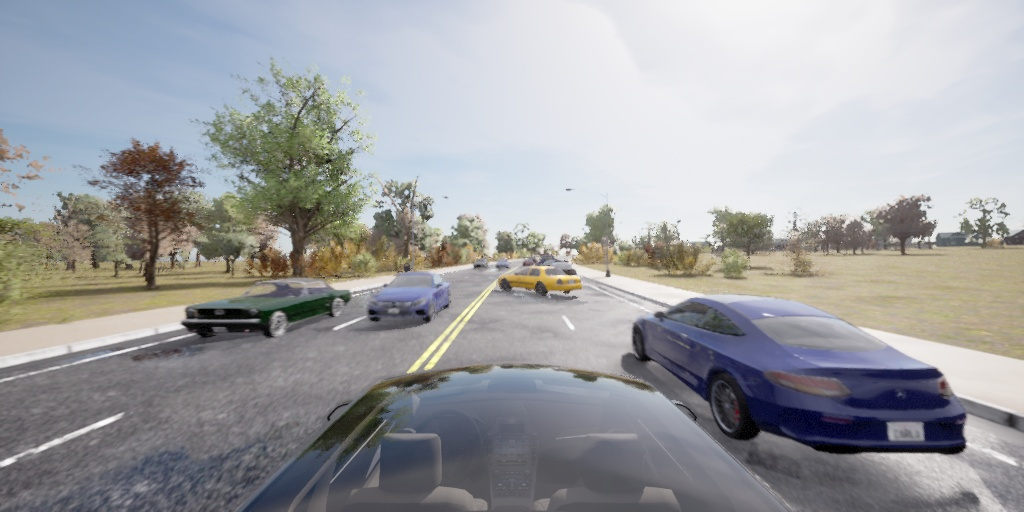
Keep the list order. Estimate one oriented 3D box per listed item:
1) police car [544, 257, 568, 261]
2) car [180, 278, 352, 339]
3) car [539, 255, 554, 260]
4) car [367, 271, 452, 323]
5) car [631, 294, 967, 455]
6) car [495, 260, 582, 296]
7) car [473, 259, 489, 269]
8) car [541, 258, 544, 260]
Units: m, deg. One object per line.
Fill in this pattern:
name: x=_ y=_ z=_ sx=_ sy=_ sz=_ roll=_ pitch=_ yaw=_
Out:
police car: x=3.727 y=1.155 z=27.213 sx=1.930 sy=1.638 sz=5.238 roll=0 pitch=0 yaw=2
car: x=-6.527 y=1.340 z=10.241 sx=1.895 sy=1.301 sz=4.718 roll=0 pitch=0 yaw=1
car: x=4.867 y=0.899 z=48.953 sx=2.150 sy=2.045 sz=5.566 roll=0 pitch=0 yaw=4
car: x=-3.243 y=1.267 z=12.266 sx=1.812 sy=1.442 sz=4.674 roll=0 pitch=0 yaw=1
car: x=3.256 y=1.277 z=5.256 sx=1.812 sy=1.442 sz=4.674 roll=0 pitch=0 yaw=0
car: x=1.274 y=1.196 z=19.135 sx=1.801 sy=1.575 sz=5.366 roll=0 pitch=0 yaw=-38
car: x=-4.595 y=1.169 z=53.912 sx=1.837 sy=1.490 sz=4.892 roll=0 pitch=0 yaw=5
car: x=4.209 y=1.212 z=38.017 sx=1.837 sy=1.490 sz=4.892 roll=0 pitch=0 yaw=3
